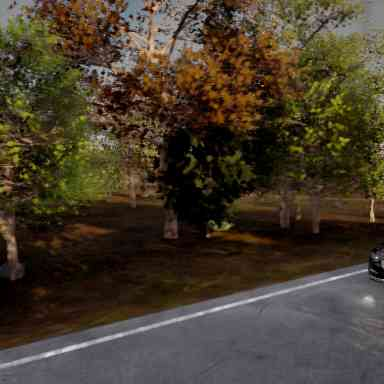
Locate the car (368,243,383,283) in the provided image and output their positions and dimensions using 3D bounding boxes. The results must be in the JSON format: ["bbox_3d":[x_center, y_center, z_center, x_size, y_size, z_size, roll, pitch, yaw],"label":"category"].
[{"bbox_3d":[6.375,1.450,8.319,4.902,1.511,2.128,-1,0,-33],"label":"car"}]
